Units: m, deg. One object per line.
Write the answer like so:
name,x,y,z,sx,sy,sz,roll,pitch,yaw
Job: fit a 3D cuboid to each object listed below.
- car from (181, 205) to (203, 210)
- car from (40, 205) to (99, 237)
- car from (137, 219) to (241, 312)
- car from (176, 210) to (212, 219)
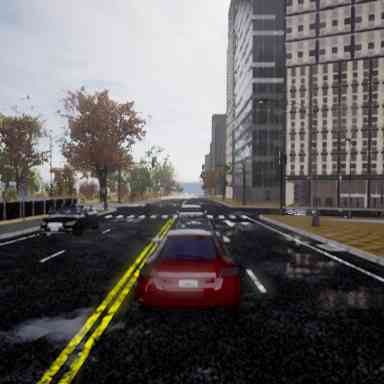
car,-0.009,1.550,21.286,2.033,1.411,5.357,0,0,0
car,-6.511,1.495,18.197,2.128,1.511,4.902,0,0,0
car,-0.023,1.563,7.797,1.994,1.385,4.181,0,0,1
car,0.074,1.601,13.046,1.895,1.301,4.718,0,0,0
